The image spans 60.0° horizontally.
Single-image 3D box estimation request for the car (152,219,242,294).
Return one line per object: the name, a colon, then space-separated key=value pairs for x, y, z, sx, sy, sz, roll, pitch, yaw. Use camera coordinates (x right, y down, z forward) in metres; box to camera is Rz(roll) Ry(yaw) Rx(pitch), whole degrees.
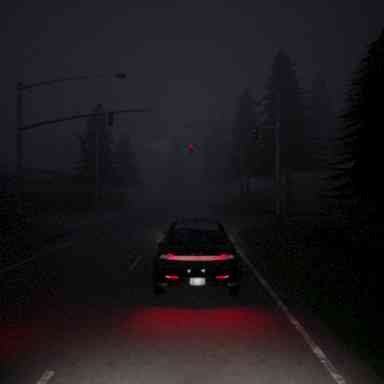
car: x=0.100 y=1.444 z=8.624 sx=2.128 sy=1.511 sz=4.902 roll=0 pitch=0 yaw=0
